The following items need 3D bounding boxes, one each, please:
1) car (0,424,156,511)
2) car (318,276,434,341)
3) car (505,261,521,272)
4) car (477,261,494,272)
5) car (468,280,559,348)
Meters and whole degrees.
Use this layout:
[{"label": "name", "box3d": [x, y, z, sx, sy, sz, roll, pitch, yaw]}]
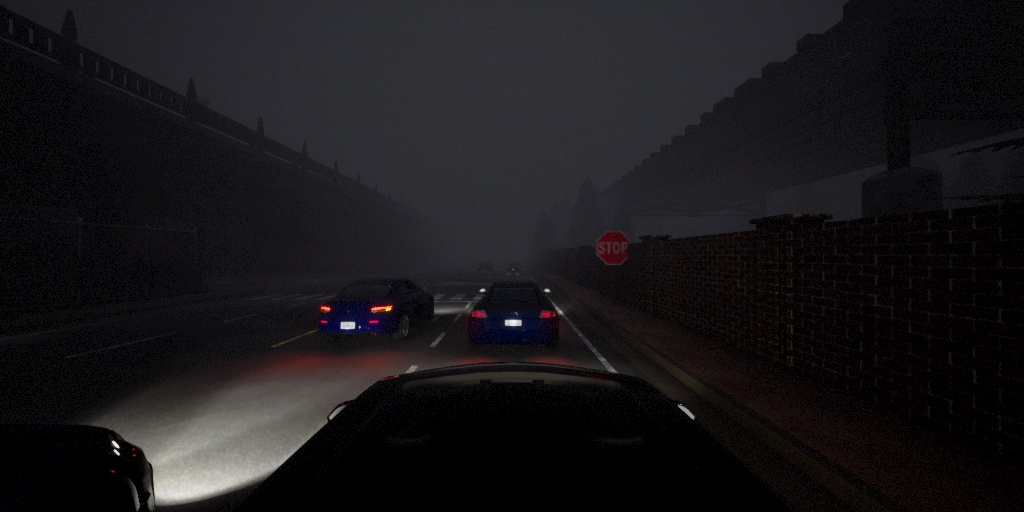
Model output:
[{"label": "car", "box3d": [-3.398, 1.314, 0.644, 1.994, 1.385, 4.181, 0, 0, 0]}, {"label": "car", "box3d": [-3.412, 1.276, 9.740, 1.812, 1.442, 4.674, 0, 0, 0]}, {"label": "car", "box3d": [0.099, 1.351, 46.036, 1.895, 1.301, 4.718, 0, 0, -1]}, {"label": "car", "box3d": [-3.395, 1.297, 45.873, 2.033, 1.411, 5.357, 0, 0, -1]}, {"label": "car", "box3d": [0.069, 1.314, 9.218, 1.994, 1.385, 4.181, 0, 0, 1]}]
